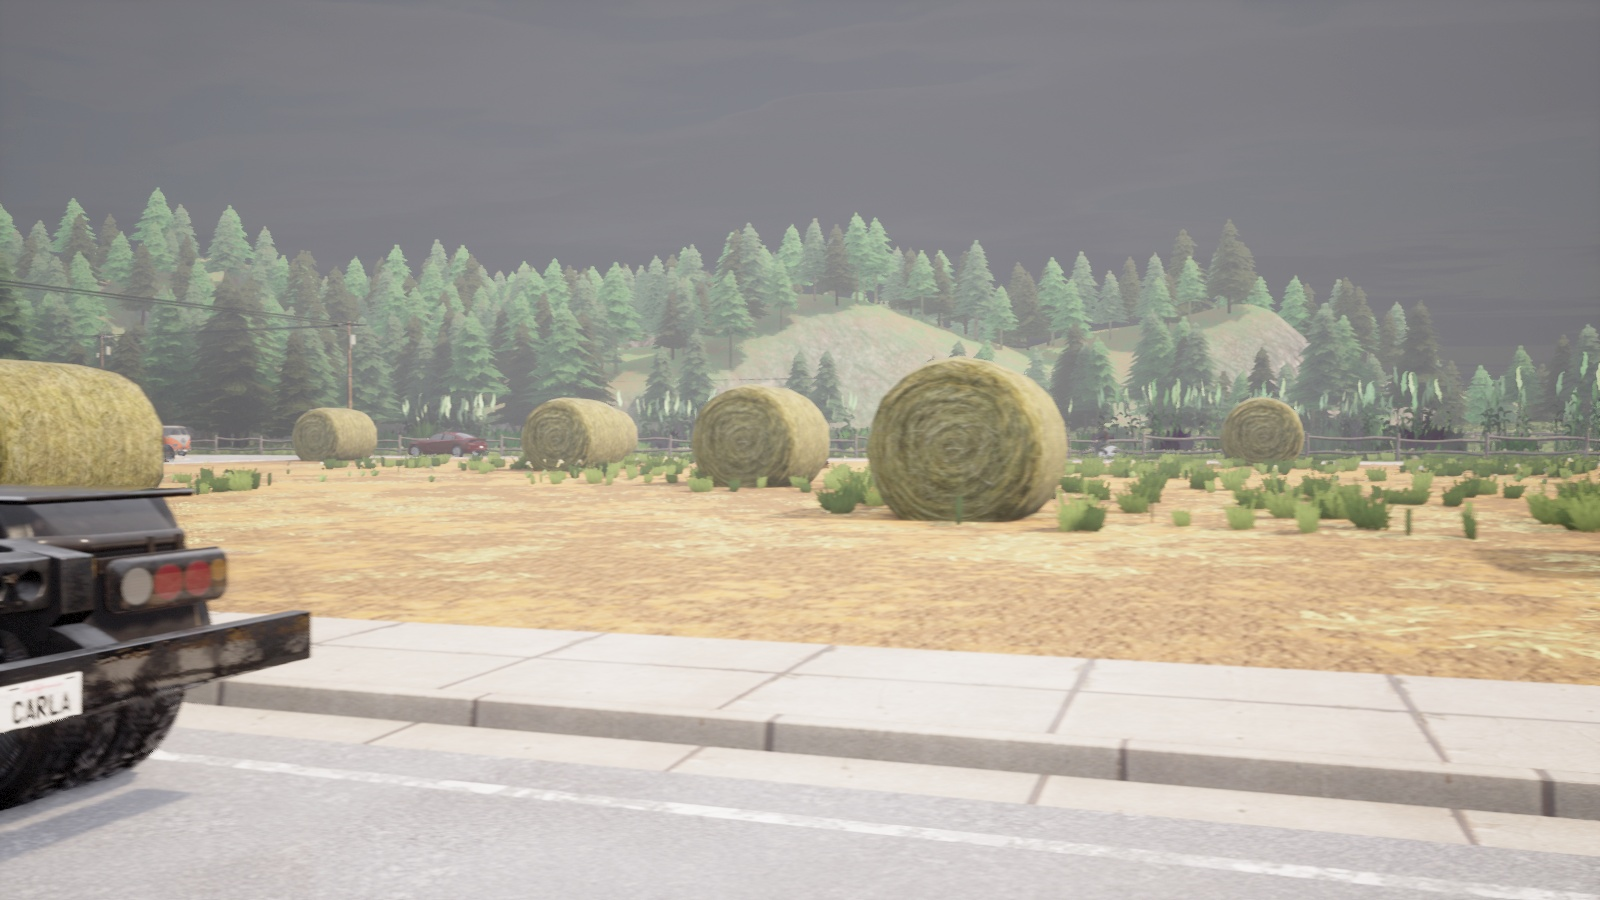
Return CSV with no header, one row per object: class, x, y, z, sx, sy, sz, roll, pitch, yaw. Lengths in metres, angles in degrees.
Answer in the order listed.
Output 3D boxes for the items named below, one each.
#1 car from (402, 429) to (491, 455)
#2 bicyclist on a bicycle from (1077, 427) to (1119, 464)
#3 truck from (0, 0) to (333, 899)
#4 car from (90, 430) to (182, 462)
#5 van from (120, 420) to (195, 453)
car,-21.110,-0.487,74.922,5.008,1.535,1.882,1,1,22
bicyclist on a bicycle,14.321,-0.221,60.344,1.843,1.776,0.659,1,1,22
truck,-6.228,-0.284,5.269,7.936,3.462,2.891,1,1,19
car,-32.074,-0.234,60.719,1.845,1.501,3.633,1,1,20
van,-40.463,-0.857,79.096,4.442,1.987,1.775,1,1,22
